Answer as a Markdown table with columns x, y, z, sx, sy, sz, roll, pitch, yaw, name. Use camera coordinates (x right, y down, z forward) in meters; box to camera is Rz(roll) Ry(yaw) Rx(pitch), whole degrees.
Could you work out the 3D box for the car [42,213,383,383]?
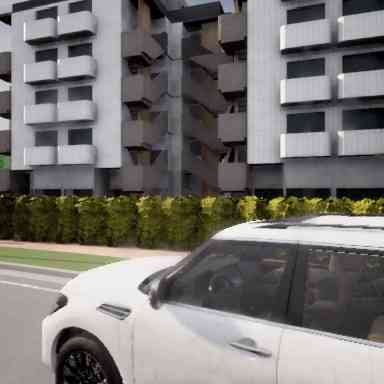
| x | y | z | sx | sy | sz | roll | pitch | yaw | name |
| --- | --- | --- | --- | --- | --- | --- | --- | --- | --- |
| 1.044 | 1.224 | 2.974 | 5.566 | 2.045 | 2.150 | 0 | 0 | 34 | car |
